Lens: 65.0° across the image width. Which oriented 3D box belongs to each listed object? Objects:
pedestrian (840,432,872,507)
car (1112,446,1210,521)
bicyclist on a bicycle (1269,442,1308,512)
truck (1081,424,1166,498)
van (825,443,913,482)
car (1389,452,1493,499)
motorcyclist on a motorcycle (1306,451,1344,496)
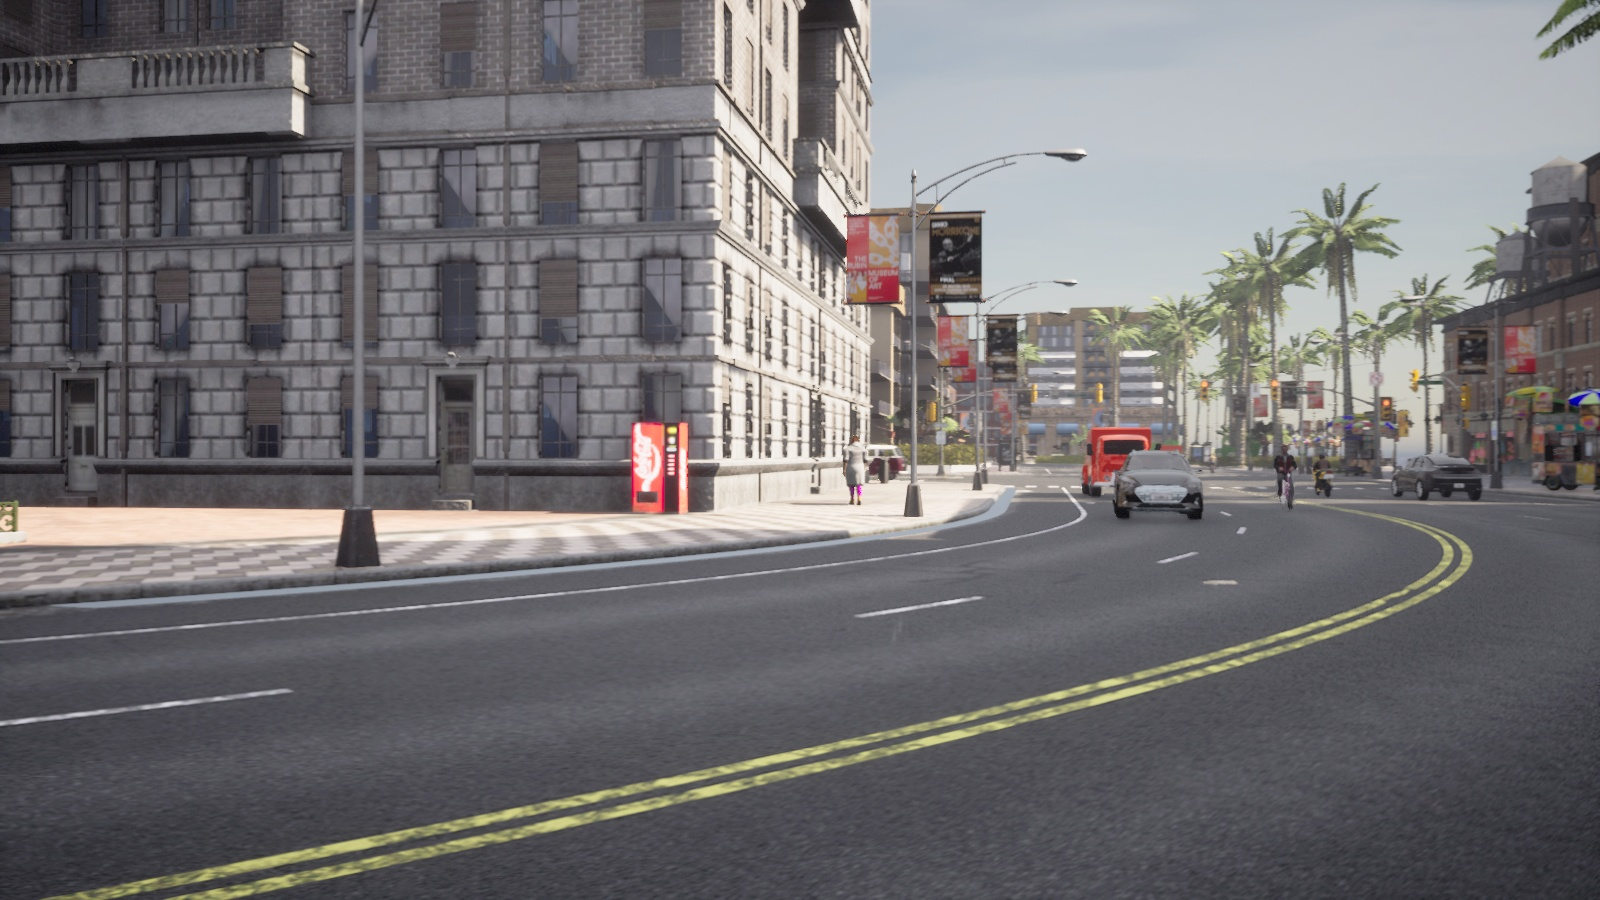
[{"bbox_3d":[1.466,0.509,33.184,0.659,1.952,0.873,0,0,-10],"label":"pedestrian"},{"bbox_3d":[8.628,0.753,30.348,2.033,1.649,4.856,0,0,13],"label":"car"},{"bbox_3d":[12.853,0.691,33.080,0.659,1.776,1.843,0,0,12],"label":"bicyclist on a bicycle"},{"bbox_3d":[11.541,0.375,45.134,2.627,2.467,5.204,0,0,11],"label":"truck"},{"bbox_3d":[3.805,0.691,68.819,4.480,2.038,2.069,-1,-1,15],"label":"van"},{"bbox_3d":[21.847,0.832,43.029,1.837,1.490,4.892,0,0,10],"label":"car"},{"bbox_3d":[18.600,0.827,44.538,0.797,1.523,2.044,0,1,10],"label":"motorcyclist on a motorcycle"}]
